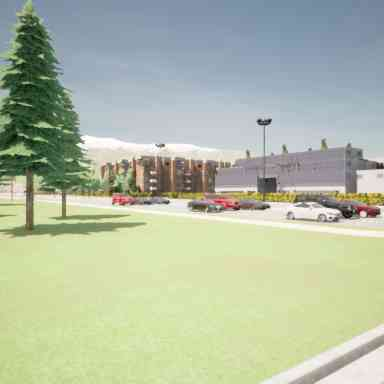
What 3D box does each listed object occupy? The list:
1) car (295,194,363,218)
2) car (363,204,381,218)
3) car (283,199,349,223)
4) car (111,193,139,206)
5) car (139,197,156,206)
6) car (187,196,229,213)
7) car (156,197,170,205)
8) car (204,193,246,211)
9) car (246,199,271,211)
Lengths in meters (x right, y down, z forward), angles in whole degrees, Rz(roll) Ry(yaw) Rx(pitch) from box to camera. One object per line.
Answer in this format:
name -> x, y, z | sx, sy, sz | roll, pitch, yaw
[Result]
car -> 11.415, 1.221, 29.029 | 2.150, 2.045, 5.566 | 0, 0, -36
car -> 14.605, 1.478, 30.598 | 1.882, 1.535, 5.008 | 0, 0, -36
car -> 9.319, 1.526, 26.006 | 1.812, 1.442, 4.674 | 0, 0, -35
car -> -11.309, 1.225, 54.472 | 2.150, 2.045, 5.566 | 0, 0, -36
car -> -8.849, 1.547, 57.052 | 2.033, 1.411, 5.357 | 0, 0, -36
car -> 1.363, 1.491, 36.844 | 2.128, 1.511, 4.902 | 0, 0, -36
car -> -5.895, 1.547, 58.936 | 2.033, 1.411, 5.357 | 0, 0, -36
car -> 3.451, 1.217, 39.910 | 2.150, 2.045, 5.566 | 0, 1, -37
car -> 7.097, 1.547, 40.854 | 2.033, 1.411, 5.357 | 0, 0, -36
